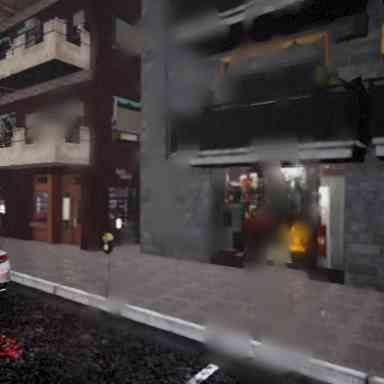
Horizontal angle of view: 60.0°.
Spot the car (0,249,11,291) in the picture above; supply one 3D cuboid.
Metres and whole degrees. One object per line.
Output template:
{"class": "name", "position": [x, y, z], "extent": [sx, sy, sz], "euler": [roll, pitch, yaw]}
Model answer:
{"class": "car", "position": [-5.818, 1.460, 7.411], "extent": [4.674, 1.442, 1.812], "euler": [1, 0, 36]}
